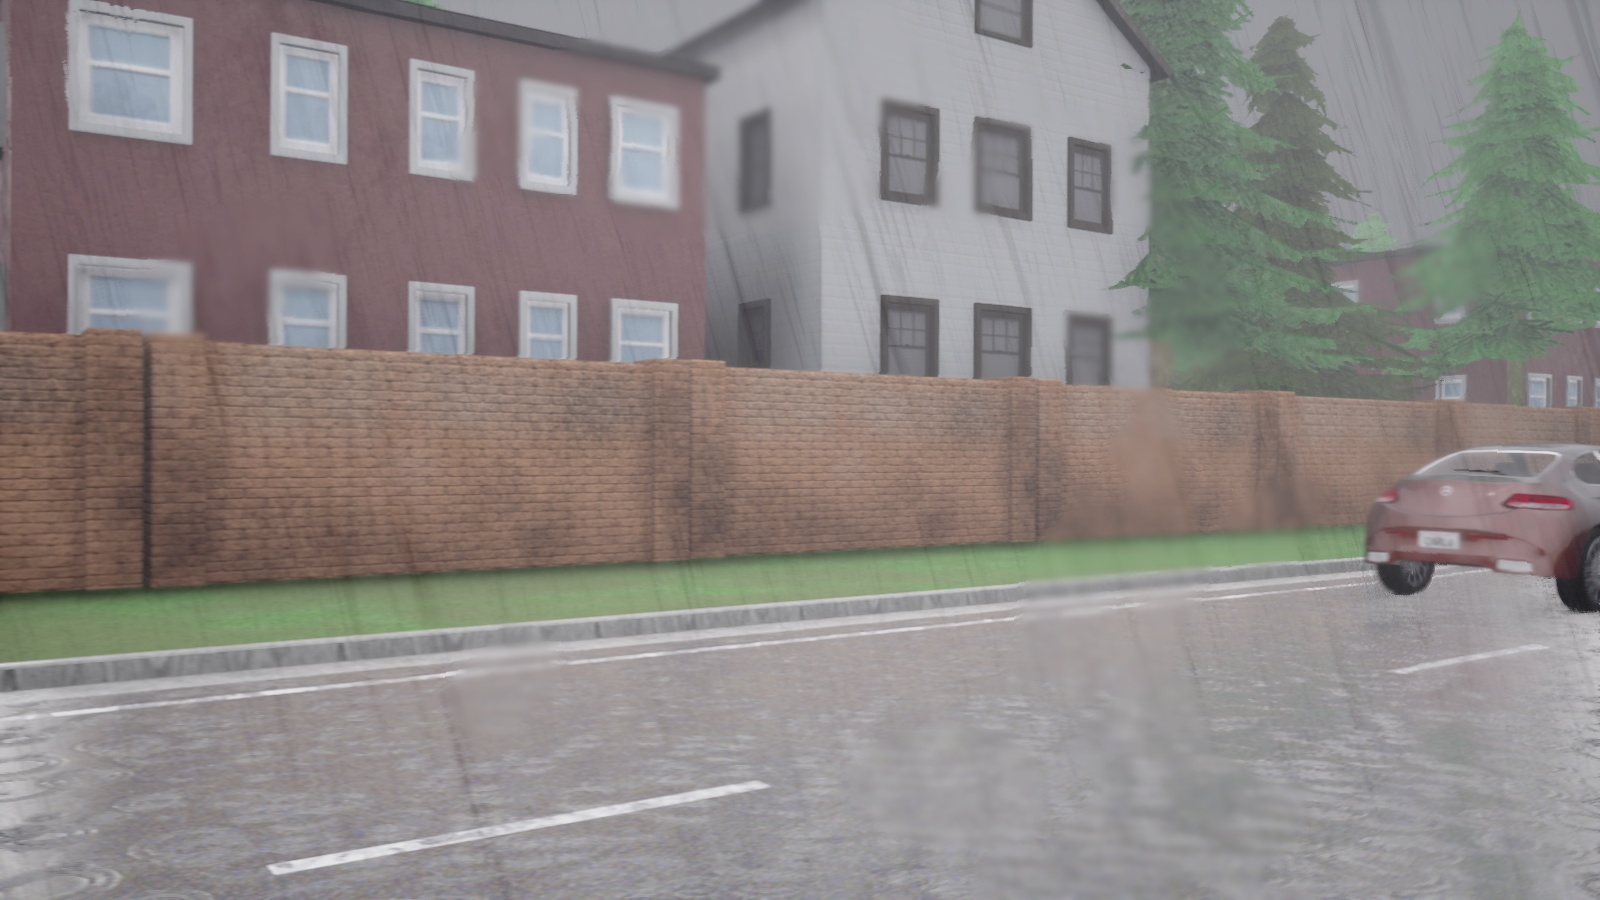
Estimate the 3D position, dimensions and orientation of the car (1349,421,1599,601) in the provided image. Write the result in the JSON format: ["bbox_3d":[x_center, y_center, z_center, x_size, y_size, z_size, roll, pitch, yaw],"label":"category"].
[{"bbox_3d":[8.481,0.562,13.829,5.027,1.651,2.152,0,0,-35],"label":"car"}]
